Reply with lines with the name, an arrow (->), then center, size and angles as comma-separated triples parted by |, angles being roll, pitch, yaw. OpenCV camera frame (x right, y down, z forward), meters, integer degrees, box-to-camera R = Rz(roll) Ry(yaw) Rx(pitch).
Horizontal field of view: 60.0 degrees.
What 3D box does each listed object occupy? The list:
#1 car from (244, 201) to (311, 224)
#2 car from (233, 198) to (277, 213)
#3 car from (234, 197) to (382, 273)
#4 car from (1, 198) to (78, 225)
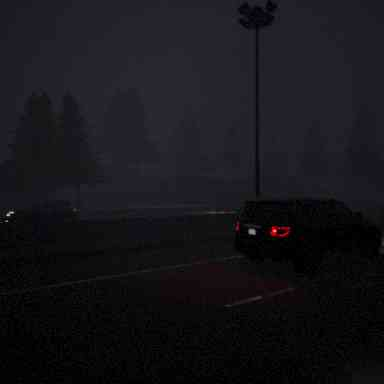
car -> 6.374, 1.447, 24.775 | 4.892, 1.490, 1.837 | 0, 0, -29
car -> 7.006, 1.457, 36.952 | 4.674, 1.442, 1.812 | 0, 0, -25
car -> 3.874, 1.192, 10.779 | 5.566, 2.045, 2.150 | 0, 0, -35
car -> -10.217, 1.339, 22.421 | 4.553, 1.767, 2.097 | 0, 0, -35
